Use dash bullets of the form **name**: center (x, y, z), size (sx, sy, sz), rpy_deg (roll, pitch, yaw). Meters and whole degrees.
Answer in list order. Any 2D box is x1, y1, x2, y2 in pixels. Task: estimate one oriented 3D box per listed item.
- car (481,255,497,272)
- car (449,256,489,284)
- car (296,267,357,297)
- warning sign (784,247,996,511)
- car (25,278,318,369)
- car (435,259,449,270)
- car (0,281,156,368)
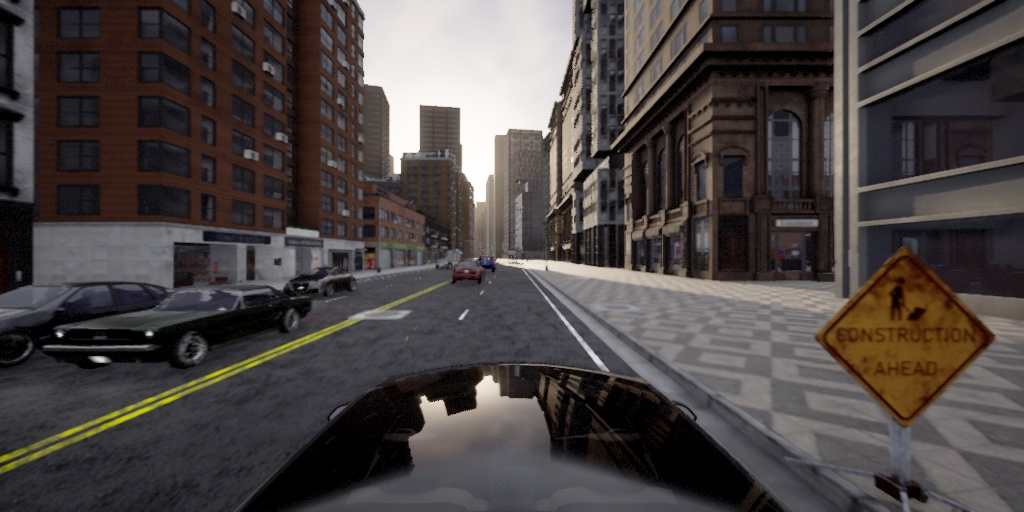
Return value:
- **car**: center (-3.163, 0.934, 45.706), size (2.150, 2.045, 5.566), rpy_deg (0, 0, 0)
- **car**: center (-3.156, 1.075, 27.016), size (2.097, 1.767, 4.553), rpy_deg (0, 0, 0)
- **car**: center (-9.805, 1.295, 18.659), size (1.994, 1.385, 4.181), rpy_deg (0, 0, 1)
- **warning sign**: center (2.850, 0.865, 2.635), size (1.300, 1.860, 1.060), rpy_deg (0, 0, 0)
- **car**: center (-6.592, 1.344, 7.940), size (1.895, 1.301, 4.718), rpy_deg (0, 0, 0)
- **car**: center (-9.822, 1.198, 51.954), size (2.128, 1.511, 4.902), rpy_deg (0, 0, 0)
- **car**: center (-9.844, 1.290, 8.105), size (2.033, 1.411, 5.357), rpy_deg (0, 0, 1)
